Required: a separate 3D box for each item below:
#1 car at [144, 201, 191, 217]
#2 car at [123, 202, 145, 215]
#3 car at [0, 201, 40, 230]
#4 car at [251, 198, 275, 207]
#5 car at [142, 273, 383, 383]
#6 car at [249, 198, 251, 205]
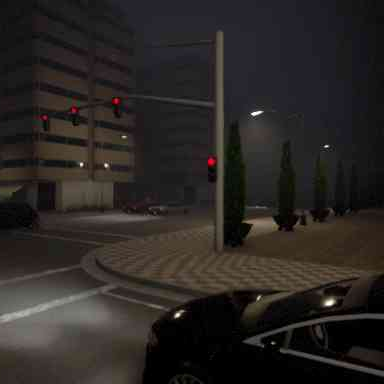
[{"bbox_3d":[-2.190,1.669,33.064,1.895,1.301,4.718,0,0,35],"label":"car"},{"bbox_3d":[-5.041,1.671,35.095,1.895,1.301,4.718,0,0,35],"label":"car"},{"bbox_3d":[-11.106,1.398,18.963,2.097,1.767,4.553,0,-1,25],"label":"car"},{"bbox_3d":[11.578,1.633,52.411,1.994,1.385,4.181,0,0,36],"label":"car"},{"bbox_3d":[1.718,1.492,2.748,4.902,1.511,2.128,0,0,36],"label":"car"},{"bbox_3d":[8.699,1.578,54.402,1.837,1.490,4.892,0,-1,36],"label":"car"}]
